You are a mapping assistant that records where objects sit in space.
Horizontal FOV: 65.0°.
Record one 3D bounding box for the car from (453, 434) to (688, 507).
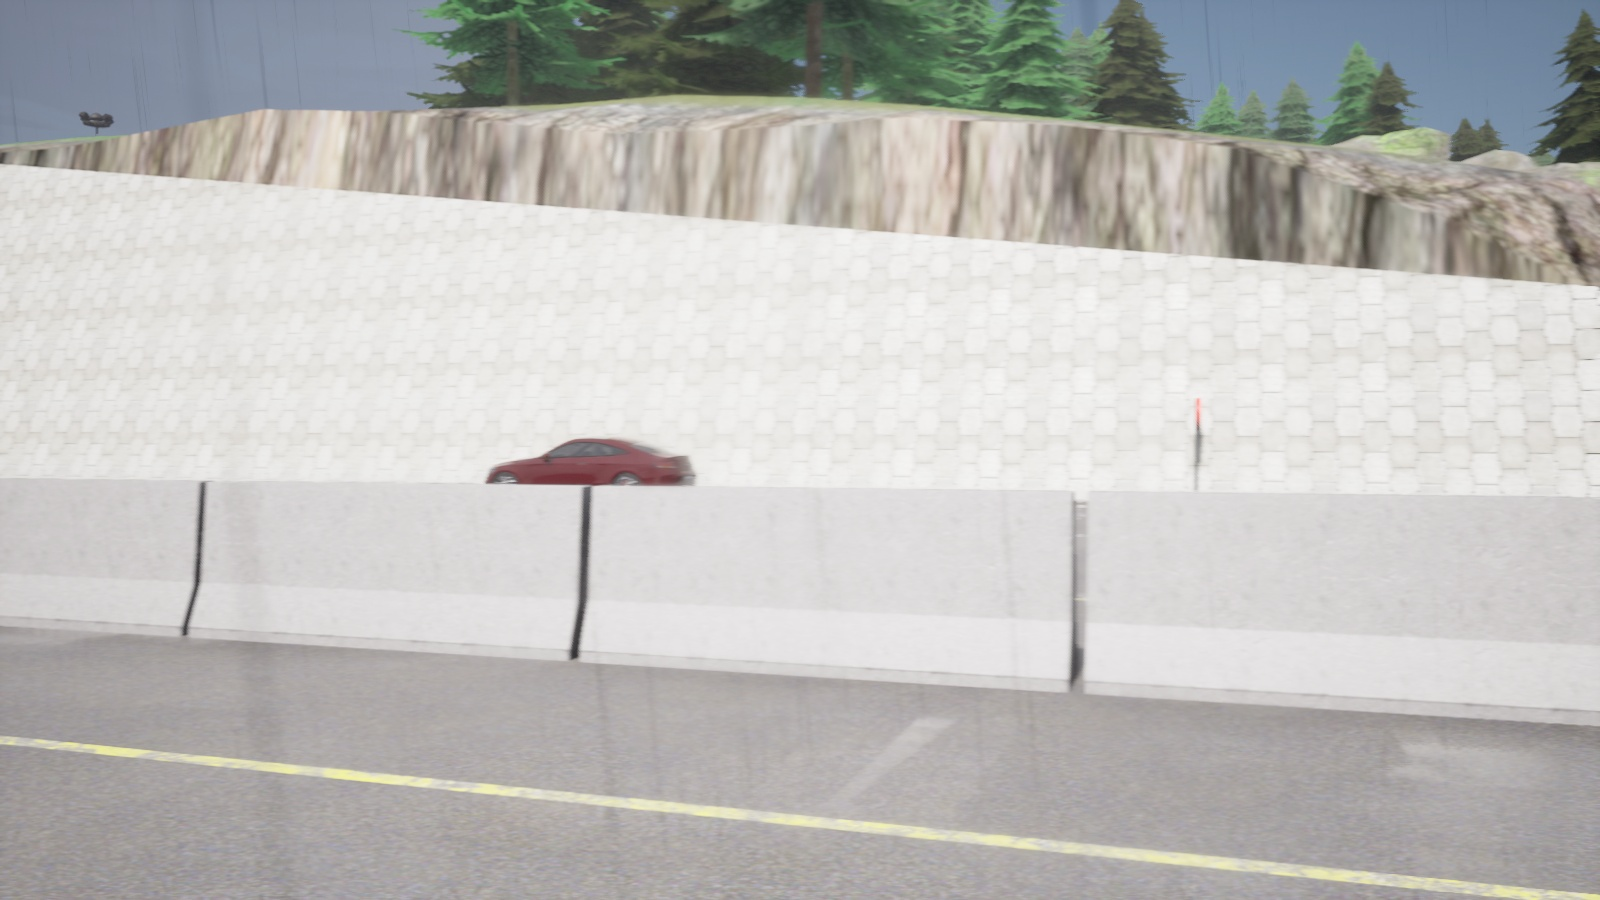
[{"bbox_3d":[-4.933,0.400,27.008,4.674,1.442,1.812,1,1,19],"label":"car"}]
